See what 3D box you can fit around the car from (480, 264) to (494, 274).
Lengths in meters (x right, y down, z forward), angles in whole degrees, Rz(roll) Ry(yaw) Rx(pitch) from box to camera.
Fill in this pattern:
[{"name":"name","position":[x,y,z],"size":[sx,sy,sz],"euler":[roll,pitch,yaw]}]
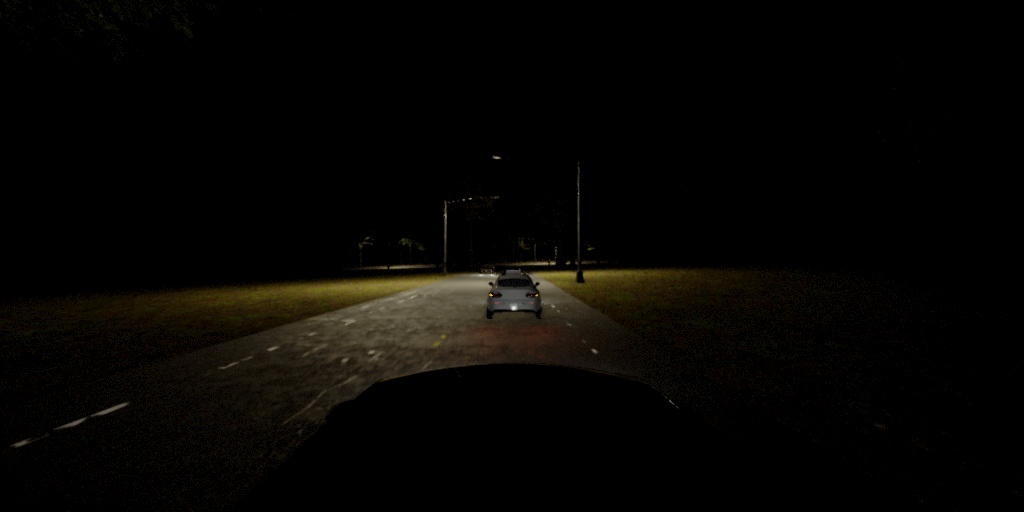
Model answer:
[{"name":"car","position":[-3.555,1.906,52.351],"size":[1.837,1.490,4.892],"euler":[0,-1,0]}]

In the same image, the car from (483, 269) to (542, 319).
[{"name":"car","position":[0.080,1.378,13.266],"size":[1.812,1.442,4.674],"euler":[0,-1,1]}]
